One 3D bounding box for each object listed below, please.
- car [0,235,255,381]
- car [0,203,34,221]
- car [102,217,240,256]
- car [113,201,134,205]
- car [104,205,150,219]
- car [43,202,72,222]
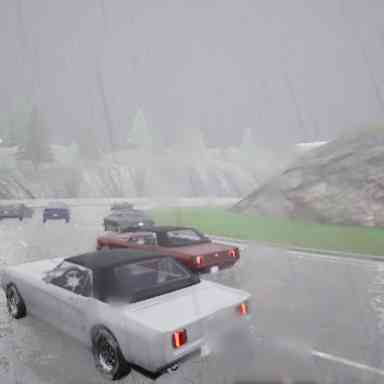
[{"bbox_3d":[-1.446,1.635,5.578,4.718,1.301,1.895,0,-1,42],"label":"car"},{"bbox_3d":[-14.989,1.669,28.366,2.033,1.411,5.357,0,0,-13],"label":"car"},{"bbox_3d":[-0.987,1.668,9.955,1.895,1.301,4.718,1,-1,-45],"label":"car"},{"bbox_3d":[-9.010,1.858,43.556,1.895,1.301,4.718,0,0,6],"label":"car"},{"bbox_3d":[-3.775,1.681,19.403,1.994,1.385,4.181,0,0,-32],"label":"car"},{"bbox_3d":[-11.098,1.614,27.648,1.882,1.535,5.008,0,0,-17],"label":"car"}]
